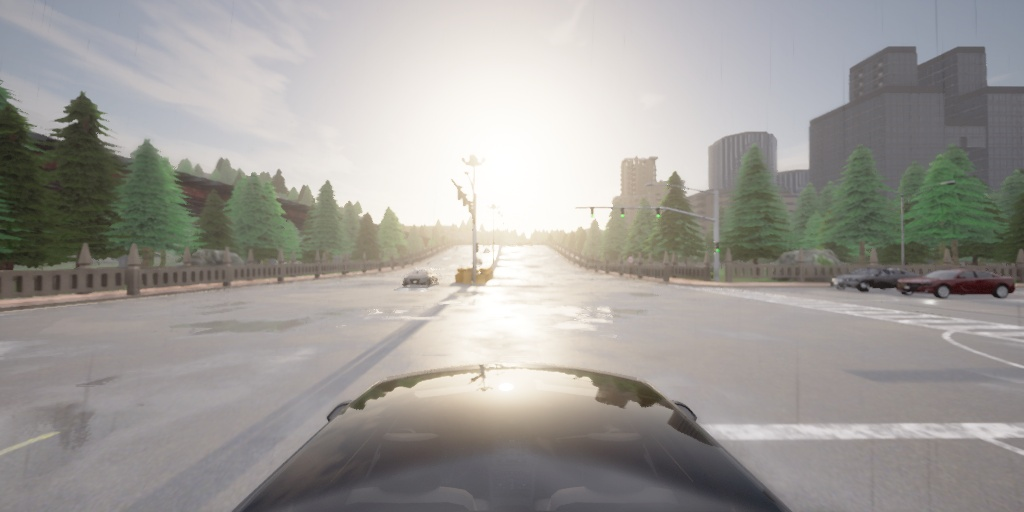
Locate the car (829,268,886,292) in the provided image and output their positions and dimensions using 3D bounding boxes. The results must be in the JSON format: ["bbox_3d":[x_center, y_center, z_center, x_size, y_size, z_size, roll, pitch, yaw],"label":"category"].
[{"bbox_3d":[23.287,1.504,23.017,4.902,1.511,2.128,0,-1,1],"label":"car"}]

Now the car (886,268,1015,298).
[{"bbox_3d":[24.003,1.447,19.531,5.008,1.535,1.882,0,-1,0],"label":"car"}]

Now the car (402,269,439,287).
[{"bbox_3d":[-7.001,1.691,27.819,1.994,1.385,4.181,0,-1,0],"label":"car"}]
